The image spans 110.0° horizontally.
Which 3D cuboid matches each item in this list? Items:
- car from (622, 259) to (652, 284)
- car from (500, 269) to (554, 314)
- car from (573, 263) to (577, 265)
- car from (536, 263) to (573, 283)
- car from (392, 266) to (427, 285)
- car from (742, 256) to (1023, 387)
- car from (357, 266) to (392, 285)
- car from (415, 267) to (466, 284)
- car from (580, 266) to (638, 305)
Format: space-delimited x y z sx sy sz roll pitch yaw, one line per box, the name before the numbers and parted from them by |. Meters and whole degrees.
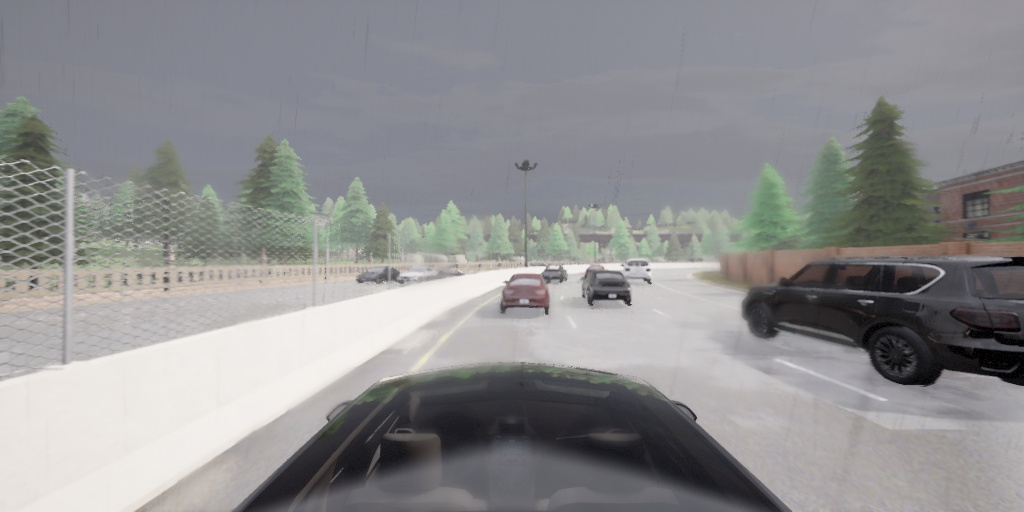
car | 10.853 1.302 31.299 2.150 2.045 5.566 0 -1 16
car | 0.604 1.419 14.556 1.812 1.442 4.674 0 -1 5
car | 10.994 2.010 64.127 1.994 1.385 4.181 0 -1 34
car | 3.937 1.583 32.341 2.128 1.511 4.902 0 -1 15
car | -7.718 1.591 30.000 1.812 1.442 4.674 0 -1 14
car | 7.159 1.033 7.195 2.150 2.045 5.566 0 -1 1
car | -11.152 1.597 30.509 1.812 1.442 4.674 0 -1 13
car | -4.969 1.624 26.222 1.895 1.301 4.718 0 -1 11
car | 4.414 1.427 17.136 1.837 1.490 4.892 0 -1 7
